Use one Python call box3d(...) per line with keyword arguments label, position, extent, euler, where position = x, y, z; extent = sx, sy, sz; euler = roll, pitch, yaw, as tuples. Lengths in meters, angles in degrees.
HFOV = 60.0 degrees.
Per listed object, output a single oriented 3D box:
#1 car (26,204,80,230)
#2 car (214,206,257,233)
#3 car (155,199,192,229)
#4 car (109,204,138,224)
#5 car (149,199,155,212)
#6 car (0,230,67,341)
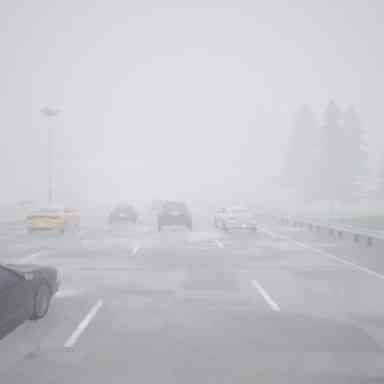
box3d(label="car", position=(-8.021, 1.520, 19.600), extent=(1.882, 1.535, 5.008), euler=(0, 0, -6))
box3d(label="car", position=(2.515, 1.546, 19.739), extent=(1.812, 1.442, 4.674), euler=(0, 0, -5))
box3d(label="car", position=(-1.234, 1.383, 21.840), extent=(2.097, 1.767, 4.553), euler=(0, 0, -6))
box3d(label="car", position=(-5.203, 1.608, 25.628), extent=(1.994, 1.385, 4.181), euler=(0, 0, -7))
box3d(label="car", position=(-4.106, 1.566, 40.504), extent=(1.837, 1.490, 4.892), euler=(0, 0, -11))
box3d(label="car", position=(-3.510, 1.560, 4.266), extent=(2.033, 1.411, 5.357), euler=(0, 0, -2))
